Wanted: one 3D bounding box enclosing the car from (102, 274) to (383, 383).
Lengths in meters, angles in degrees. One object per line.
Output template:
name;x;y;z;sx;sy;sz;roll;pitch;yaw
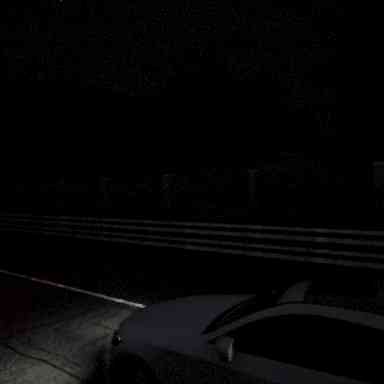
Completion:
car;1.226;1.535;2.995;4.674;1.442;1.812;-1;-1;35
